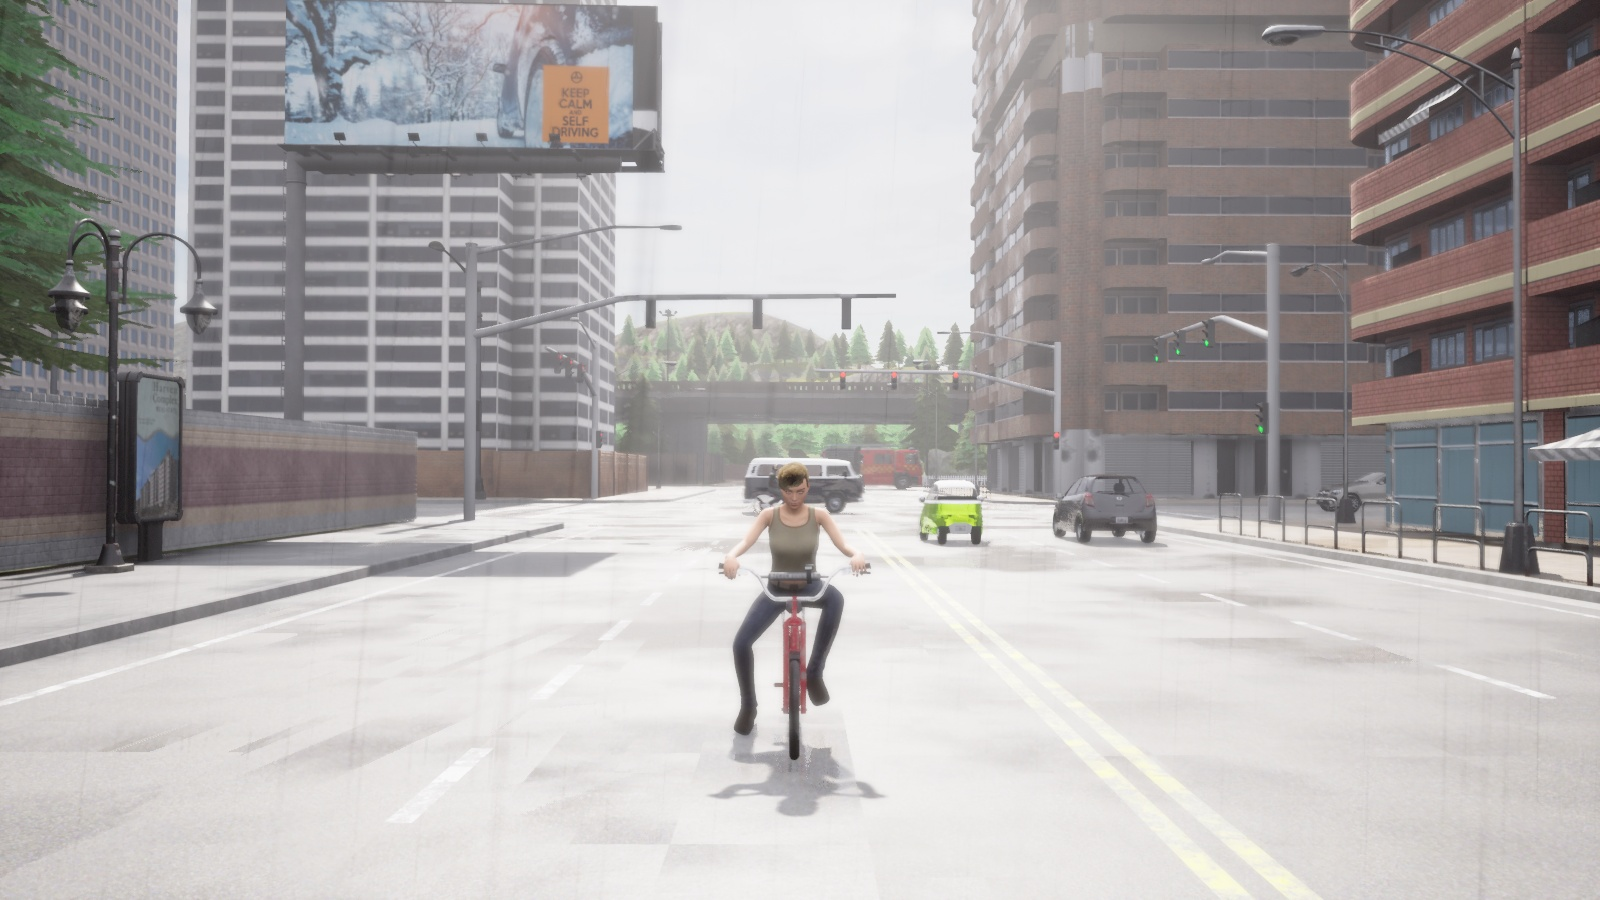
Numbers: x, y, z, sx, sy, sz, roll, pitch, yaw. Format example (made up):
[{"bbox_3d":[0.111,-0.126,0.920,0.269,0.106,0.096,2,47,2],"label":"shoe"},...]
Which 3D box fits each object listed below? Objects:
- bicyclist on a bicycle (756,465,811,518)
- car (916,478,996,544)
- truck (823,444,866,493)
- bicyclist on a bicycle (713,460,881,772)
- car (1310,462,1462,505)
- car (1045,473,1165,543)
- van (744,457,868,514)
[{"bbox_3d":[-0.559,1.408,43.001,1.843,1.776,0.659,0,-1,0],"label":"bicyclist on a bicycle"},{"bbox_3d":[3.426,1.322,27.811,1.481,1.376,2.207,0,-1,0],"label":"car"},{"bbox_3d":[3.248,1.386,93.548,2.891,3.462,7.936,0,-1,0],"label":"truck"},{"bbox_3d":[-0.027,0.873,7.275,0.866,1.612,1.509,0,-1,-1],"label":"bicyclist on a bicycle"},{"bbox_3d":[23.241,1.337,49.939,5.027,1.651,2.152,0,-1,0],"label":"car"},{"bbox_3d":[6.923,1.284,28.835,1.845,1.501,3.633,0,-1,0],"label":"car"},{"bbox_3d":[0.222,1.316,46.501,4.480,2.038,2.069,0,-1,0],"label":"van"}]
